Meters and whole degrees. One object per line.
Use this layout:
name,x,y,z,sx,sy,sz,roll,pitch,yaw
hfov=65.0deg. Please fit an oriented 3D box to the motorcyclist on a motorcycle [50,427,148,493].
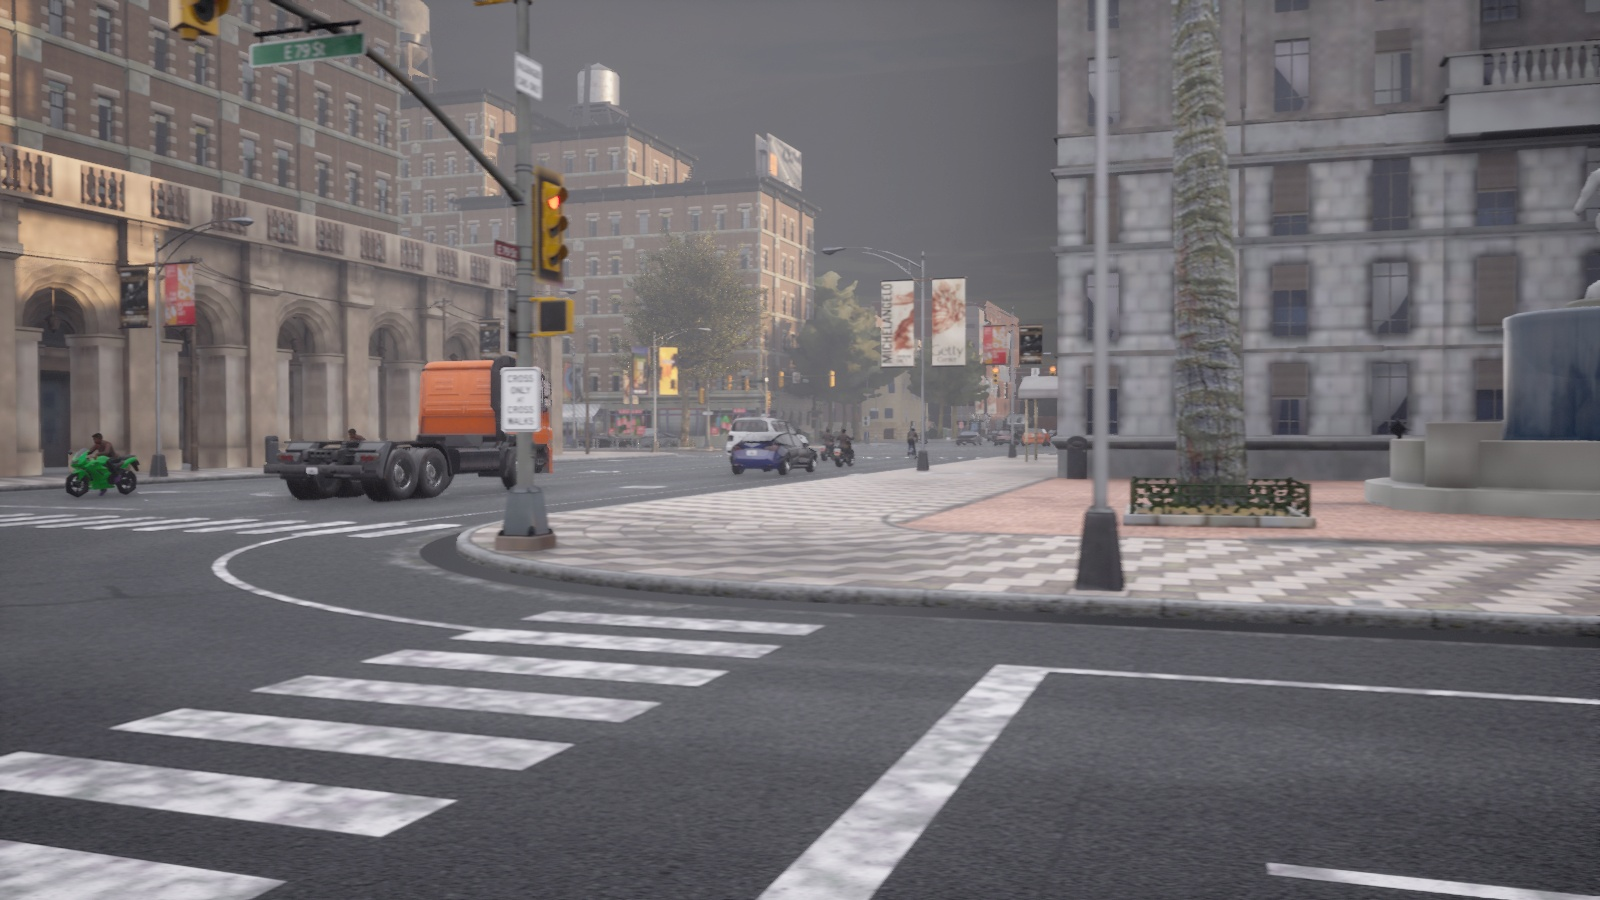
motorcyclist on a motorcycle,-16.776,0.221,30.111,0.797,1.523,2.044,1,1,19

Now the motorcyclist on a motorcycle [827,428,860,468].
motorcyclist on a motorcycle,1.842,-0.084,52.745,0.766,1.649,2.350,1,1,19

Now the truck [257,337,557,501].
truck,-9.243,-0.717,30.791,2.891,3.462,7.936,1,1,19

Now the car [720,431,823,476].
car,-0.931,0.088,44.420,2.163,1.488,4.792,1,1,18

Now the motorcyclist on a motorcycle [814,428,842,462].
motorcyclist on a motorcycle,1.407,-0.249,62.623,0.766,1.649,2.350,1,1,18

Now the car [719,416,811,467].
car,-1.412,-0.359,53.995,2.150,2.045,5.566,1,0,18
